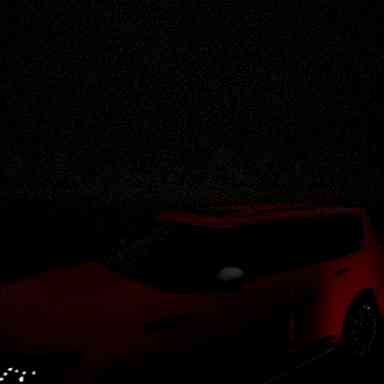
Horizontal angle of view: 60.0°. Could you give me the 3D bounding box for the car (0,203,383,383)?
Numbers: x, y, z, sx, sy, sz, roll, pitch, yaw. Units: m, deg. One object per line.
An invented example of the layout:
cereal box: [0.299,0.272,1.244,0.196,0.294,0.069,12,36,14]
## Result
car: [0.365,1.207,4.250,5.566,2.045,2.150,0,0,-35]
